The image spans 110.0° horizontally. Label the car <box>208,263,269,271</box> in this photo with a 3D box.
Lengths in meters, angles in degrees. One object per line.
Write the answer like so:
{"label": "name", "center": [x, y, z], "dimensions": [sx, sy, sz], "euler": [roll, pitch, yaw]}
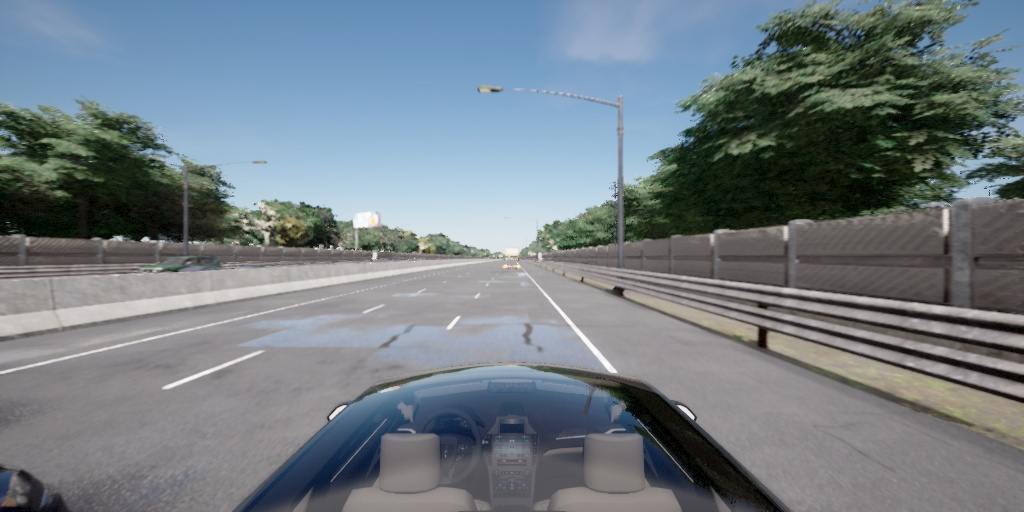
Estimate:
{"label": "car", "center": [-17.582, 1.339, 24.191], "dimensions": [1.994, 1.385, 4.181], "euler": [0, 0, 0]}

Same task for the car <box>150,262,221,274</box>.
{"label": "car", "center": [-21.081, 1.339, 24.134], "dimensions": [1.994, 1.385, 4.181], "euler": [0, 0, 0]}

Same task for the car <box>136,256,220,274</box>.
{"label": "car", "center": [-24.571, 1.004, 26.883], "dimensions": [2.150, 2.045, 5.566], "euler": [0, -1, 0]}

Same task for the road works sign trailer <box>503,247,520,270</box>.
{"label": "road works sign trailer", "center": [0.002, 0.326, 56.876], "dimensions": [2.380, 3.560, 2.880], "euler": [0, 0, 0]}

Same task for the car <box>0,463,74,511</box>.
{"label": "car", "center": [-3.400, 1.313, 0.182], "dimensions": [1.994, 1.385, 4.181], "euler": [0, 0, 0]}
